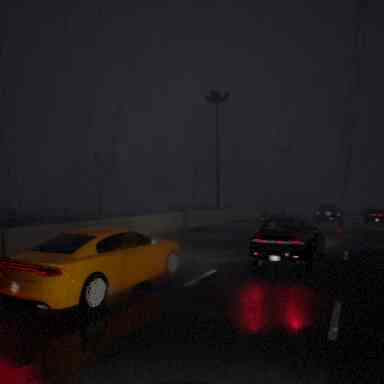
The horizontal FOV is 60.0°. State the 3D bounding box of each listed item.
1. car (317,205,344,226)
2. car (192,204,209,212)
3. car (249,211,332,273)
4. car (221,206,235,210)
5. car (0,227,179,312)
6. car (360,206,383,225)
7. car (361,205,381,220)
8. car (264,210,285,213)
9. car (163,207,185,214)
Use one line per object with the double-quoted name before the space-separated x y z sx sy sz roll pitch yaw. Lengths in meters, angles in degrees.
"car" 11.895 1.867 28.673 2.097 1.767 4.553 -1 -2 26
"car" 1.387 2.487 47.260 1.837 1.490 4.892 -1 -2 27
"car" 3.348 1.633 11.317 2.128 1.511 4.902 -1 -1 26
"car" 4.839 2.527 46.334 1.994 1.385 4.181 -1 -2 27
"car" -2.086 1.591 8.203 1.882 1.535 5.008 -1 -1 26
"car" 15.819 2.029 28.714 1.837 1.490 4.892 -1 -1 26
"car" 20.602 2.308 38.405 1.812 1.442 4.674 -1 -2 27
"car" 6.592 2.039 25.820 1.895 1.301 4.718 -1 -2 26
"car" -2.771 2.440 46.774 1.882 1.535 5.008 -1 -2 27
